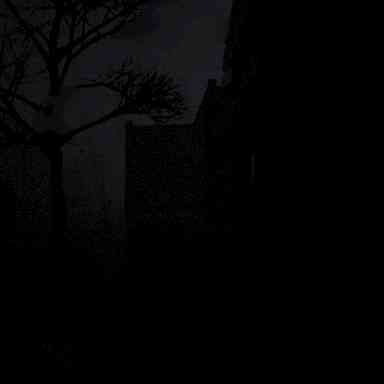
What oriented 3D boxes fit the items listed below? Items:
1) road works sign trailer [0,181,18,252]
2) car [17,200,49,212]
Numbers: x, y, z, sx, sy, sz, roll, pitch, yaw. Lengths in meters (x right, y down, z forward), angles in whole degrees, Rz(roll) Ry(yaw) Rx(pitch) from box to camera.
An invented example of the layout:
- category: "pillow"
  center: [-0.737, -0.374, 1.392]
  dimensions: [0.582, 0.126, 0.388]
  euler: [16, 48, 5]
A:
- category: "road works sign trailer"
  center: [-7.729, 0.940, 10.845]
  dimensions: [3.560, 2.380, 2.880]
  euler: [-4, 2, -9]
- category: "car"
  center: [-19.472, 1.664, 40.922]
  dimensions: [1.994, 1.385, 4.181]
  euler: [1, 0, 10]
